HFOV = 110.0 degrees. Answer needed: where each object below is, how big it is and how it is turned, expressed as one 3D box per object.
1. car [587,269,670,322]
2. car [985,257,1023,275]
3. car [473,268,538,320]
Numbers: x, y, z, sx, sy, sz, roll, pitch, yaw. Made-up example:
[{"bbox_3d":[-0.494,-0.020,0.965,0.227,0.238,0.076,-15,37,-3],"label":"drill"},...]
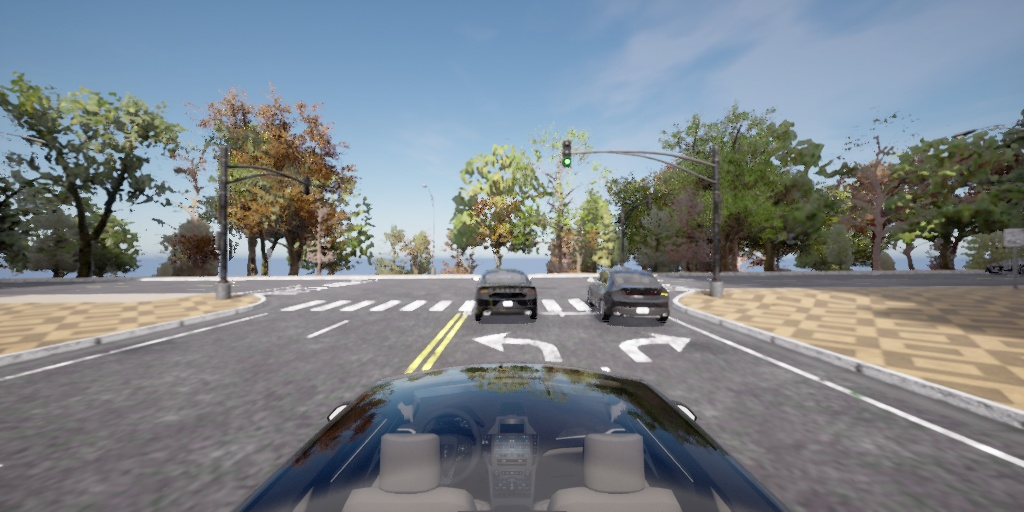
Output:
[{"bbox_3d":[3.678,1.164,11.908,1.837,1.490,4.892,1,1,5],"label":"car"},{"bbox_3d":[41.488,0.802,29.159,4.181,1.385,1.994,0,0,0],"label":"car"},{"bbox_3d":[-0.309,1.142,12.350,1.882,1.535,5.008,0,0,-5],"label":"car"}]
